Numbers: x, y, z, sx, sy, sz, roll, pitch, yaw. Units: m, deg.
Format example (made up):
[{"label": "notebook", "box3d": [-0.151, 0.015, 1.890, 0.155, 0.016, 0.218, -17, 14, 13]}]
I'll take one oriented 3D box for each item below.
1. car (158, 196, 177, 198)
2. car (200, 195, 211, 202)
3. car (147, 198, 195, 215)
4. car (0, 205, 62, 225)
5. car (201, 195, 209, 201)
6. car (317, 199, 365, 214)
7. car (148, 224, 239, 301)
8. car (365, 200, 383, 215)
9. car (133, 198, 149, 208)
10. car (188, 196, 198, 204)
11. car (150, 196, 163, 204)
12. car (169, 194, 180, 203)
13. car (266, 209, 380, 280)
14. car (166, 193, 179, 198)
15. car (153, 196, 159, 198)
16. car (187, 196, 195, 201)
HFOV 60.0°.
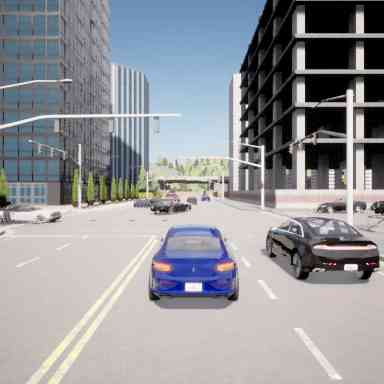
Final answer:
[{"label": "car", "box3d": [-3.695, 1.601, 50.263, 1.895, 1.301, 4.718, 0, 0, 0]}, {"label": "car", "box3d": [3.347, 1.522, 77.827, 1.812, 1.442, 4.674, 0, 0, 0]}, {"label": "car", "box3d": [-2.047, 1.572, 33.655, 1.895, 1.301, 4.718, 0, 0, 34]}, {"label": "car", "box3d": [-11.773, 1.562, 23.442, 4.718, 1.301, 1.895, 1, 0, -1]}, {"label": "car", "box3d": [3.329, 1.483, 86.902, 1.837, 1.490, 4.892, 0, 0, 0]}, {"label": "car", "box3d": [15.515, 1.436, 34.543, 4.902, 1.511, 2.128, 0, 0, 0]}, {"label": "car", "box3d": [0.044, 1.526, 8.226, 1.812, 1.442, 4.674, 0, 0, 0]}, {"label": "car", "box3d": [19.762, 1.166, 31.054, 5.566, 2.045, 2.150, 0, 0, 0]}, {"label": "car", "box3d": [-7.190, 1.564, 48.135, 1.994, 1.385, 4.181, 0, 0, 0]}, {"label": "car", "box3d": [-0.019, 1.491, 61.064, 2.128, 1.511, 4.902, 0, 0, 0]}, {"label": "car", "box3d": [-7.151, 1.547, 67.525, 2.033, 1.411, 5.357, 0, 0, 0]}, {"label": "car", "box3d": [-3.638, 1.355, 70.028, 2.097, 1.767, 4.553, 0, 0, 0]}, {"label": "car", "box3d": [3.560, 1.492, 9.949, 2.128, 1.511, 4.902, 0, 0, -1]}, {"label": "car", "box3d": [-3.693, 1.221, 60.038, 2.150, 2.045, 5.566, 0, 0, 0]}, {"label": "car", "box3d": [-7.198, 1.601, 56.896, 1.895, 1.301, 4.718, 0, 0, 0]}, {"label": "car", "box3d": [-0.161, 1.595, 82.010, 1.895, 1.301, 4.718, 0, 0, 0]}]
